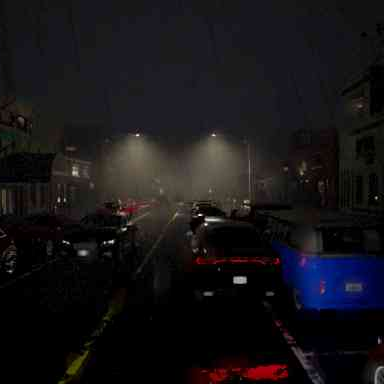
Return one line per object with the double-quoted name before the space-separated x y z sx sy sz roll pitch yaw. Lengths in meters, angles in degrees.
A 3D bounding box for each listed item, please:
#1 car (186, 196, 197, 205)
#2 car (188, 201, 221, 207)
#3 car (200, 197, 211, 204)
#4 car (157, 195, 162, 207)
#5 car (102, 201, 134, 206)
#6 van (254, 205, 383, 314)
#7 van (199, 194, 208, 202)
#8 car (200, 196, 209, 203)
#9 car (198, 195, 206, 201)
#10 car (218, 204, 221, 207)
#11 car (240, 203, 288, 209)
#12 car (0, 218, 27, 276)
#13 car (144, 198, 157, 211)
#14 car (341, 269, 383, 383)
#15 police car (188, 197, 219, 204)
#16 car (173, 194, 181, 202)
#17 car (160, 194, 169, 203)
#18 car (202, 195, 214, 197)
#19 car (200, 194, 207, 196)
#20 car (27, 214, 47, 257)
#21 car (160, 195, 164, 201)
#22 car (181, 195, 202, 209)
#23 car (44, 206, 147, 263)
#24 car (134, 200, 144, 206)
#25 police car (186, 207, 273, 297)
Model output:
"car" -0.124 1.462 60.240 1.882 1.535 5.008 0 0 0
"car" 0.862 1.501 18.623 1.837 1.490 4.892 0 0 0
"car" 2.559 1.565 62.832 1.802 1.307 4.206 -1 0 0
"car" -5.788 1.539 46.167 2.008 1.369 4.403 -1 0 0
"car" -5.743 1.435 23.974 1.967 1.590 4.097 -1 0 0
"van" 2.671 1.340 7.349 1.690 1.788 3.998 -1 0 0
"van" 2.534 1.321 73.929 1.690 1.788 3.998 -1 0 0
"car" 2.547 1.507 68.550 1.752 1.417 4.829 -1 0 0
"car" 2.512 1.501 85.196 1.752 1.417 4.829 -1 0 0
"car" 2.650 1.578 18.446 1.802 1.307 4.206 -1 0 0
"car" 2.660 1.312 12.897 2.192 1.841 5.009 -1 0 0
"car" -5.709 1.439 7.330 1.967 1.590 4.097 -1 0 0
"car" -5.776 1.572 40.619 1.802 1.307 4.206 -1 0 0
"car" 2.685 1.582 1.801 1.802 1.307 4.206 -1 0 0
"police car" 0.849 1.420 24.734 1.930 1.638 5.238 0 0 0
"car" -3.156 1.330 76.054 2.097 1.767 4.553 0 0 0
"car" -5.835 1.297 68.361 2.192 1.841 5.009 -1 0 0
"car" 2.593 1.514 46.356 1.752 1.417 4.829 -1 0 0
"car" 2.579 1.302 51.736 2.192 1.841 5.009 -1 0 0
"car" -5.719 1.542 12.878 1.887 1.381 4.507 -1 0 0
"car" -5.799 1.569 51.716 1.802 1.307 4.206 -1 0 0
"car" -0.068 1.480 46.121 2.128 1.511 4.902 0 0 0
"car" -3.125 1.489 12.033 2.128 1.511 4.902 0 0 0
"car" -5.753 1.538 29.523 1.887 1.381 4.507 -1 0 0
"police car" 0.883 1.423 8.733 1.930 1.638 5.238 0 0 0
